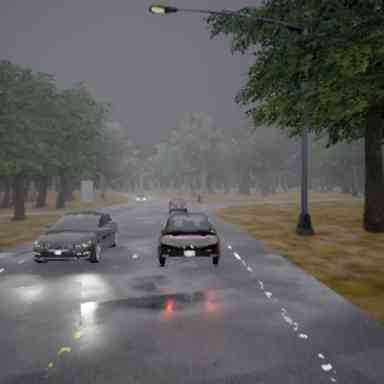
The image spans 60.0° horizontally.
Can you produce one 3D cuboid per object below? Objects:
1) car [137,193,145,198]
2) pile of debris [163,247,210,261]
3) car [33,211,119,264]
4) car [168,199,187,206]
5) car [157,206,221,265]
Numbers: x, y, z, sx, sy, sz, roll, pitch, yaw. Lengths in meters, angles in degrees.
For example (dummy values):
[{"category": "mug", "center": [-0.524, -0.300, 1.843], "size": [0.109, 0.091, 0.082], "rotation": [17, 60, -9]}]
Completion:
[{"category": "car", "center": [-13.084, 0.954, 85.399], "size": [1.895, 1.301, 4.718], "rotation": [0, 1, -12]}, {"category": "pile of debris", "center": [-0.195, 2.130, 11.550], "size": [1.500, 0.140, 1.860], "rotation": [0, 0, -2]}, {"category": "car", "center": [-3.837, 1.464, 11.760], "size": [1.837, 1.490, 4.892], "rotation": [0, 0, -2]}, {"category": "car", "center": [-1.452, 1.382, 33.642], "size": [2.033, 1.411, 5.357], "rotation": [0, 0, -5]}, {"category": "car", "center": [-0.141, 1.446, 11.460], "size": [2.128, 1.511, 4.902], "rotation": [0, 0, -2]}]
